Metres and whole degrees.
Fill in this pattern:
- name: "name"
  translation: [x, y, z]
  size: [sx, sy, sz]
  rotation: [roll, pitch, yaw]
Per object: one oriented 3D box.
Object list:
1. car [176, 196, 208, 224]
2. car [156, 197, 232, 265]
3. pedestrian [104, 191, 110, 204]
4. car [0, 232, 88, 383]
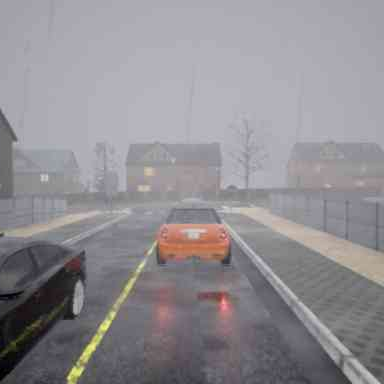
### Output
- name: "car"
  translation: [-0.052, 1.085, 21.996]
  size: [1.882, 1.535, 5.008]
  rotation: [0, 1, -1]
- name: "car"
  translation: [0.043, 1.149, 11.030]
  size: [2.097, 1.767, 4.553]
  rotation: [0, 1, 0]
- name: "pedestrian"
  translation: [-9.805, 0.492, 38.093]
  size: [0.375, 1.860, 0.375]
  rotation: [0, 3, 0]
- name: "car"
  translation: [-2.865, 1.396, 4.208]
  size: [1.882, 1.535, 5.008]
  rotation: [0, 1, 0]
